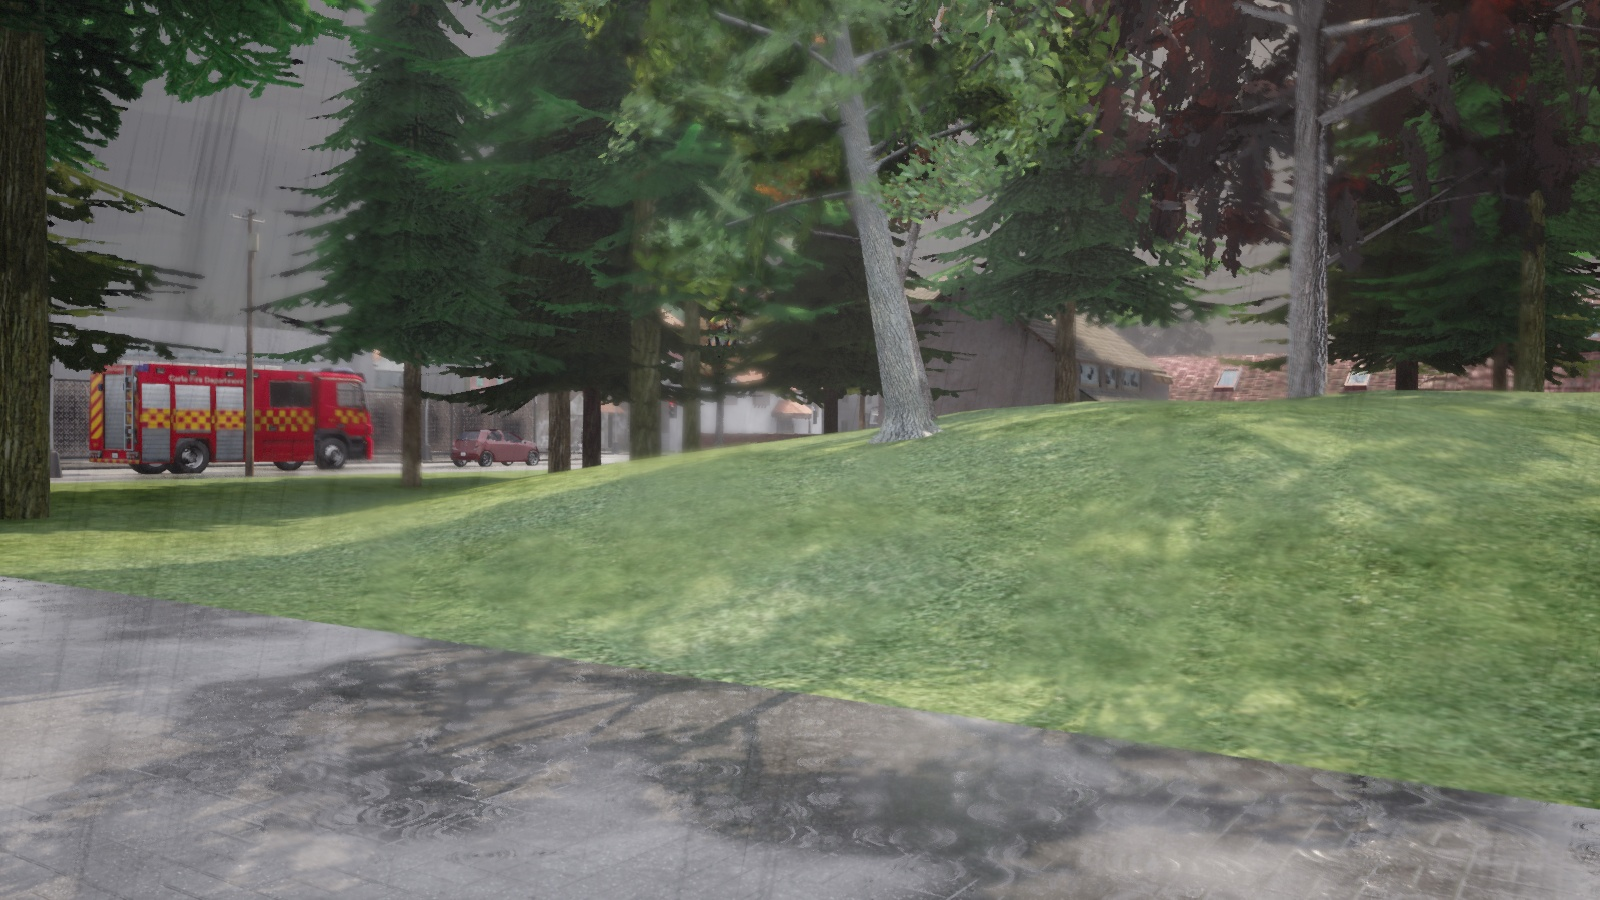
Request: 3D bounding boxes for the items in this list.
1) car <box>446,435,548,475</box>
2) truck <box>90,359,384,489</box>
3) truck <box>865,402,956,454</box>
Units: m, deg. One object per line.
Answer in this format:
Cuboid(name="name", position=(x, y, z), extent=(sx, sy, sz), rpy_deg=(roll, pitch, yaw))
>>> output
Cuboid(name="car", position=(-12.067, 0.169, 50.173), extent=(1.845, 1.501, 3.633), rpy_deg=(0, 1, 33))
Cuboid(name="truck", position=(-18.100, -0.831, 41.094), extent=(2.891, 3.827, 8.468), rpy_deg=(0, 1, 34))
Cuboid(name="truck", position=(7.773, -1.513, 87.329), extent=(2.891, 3.462, 7.936), rpy_deg=(0, 1, 33))
